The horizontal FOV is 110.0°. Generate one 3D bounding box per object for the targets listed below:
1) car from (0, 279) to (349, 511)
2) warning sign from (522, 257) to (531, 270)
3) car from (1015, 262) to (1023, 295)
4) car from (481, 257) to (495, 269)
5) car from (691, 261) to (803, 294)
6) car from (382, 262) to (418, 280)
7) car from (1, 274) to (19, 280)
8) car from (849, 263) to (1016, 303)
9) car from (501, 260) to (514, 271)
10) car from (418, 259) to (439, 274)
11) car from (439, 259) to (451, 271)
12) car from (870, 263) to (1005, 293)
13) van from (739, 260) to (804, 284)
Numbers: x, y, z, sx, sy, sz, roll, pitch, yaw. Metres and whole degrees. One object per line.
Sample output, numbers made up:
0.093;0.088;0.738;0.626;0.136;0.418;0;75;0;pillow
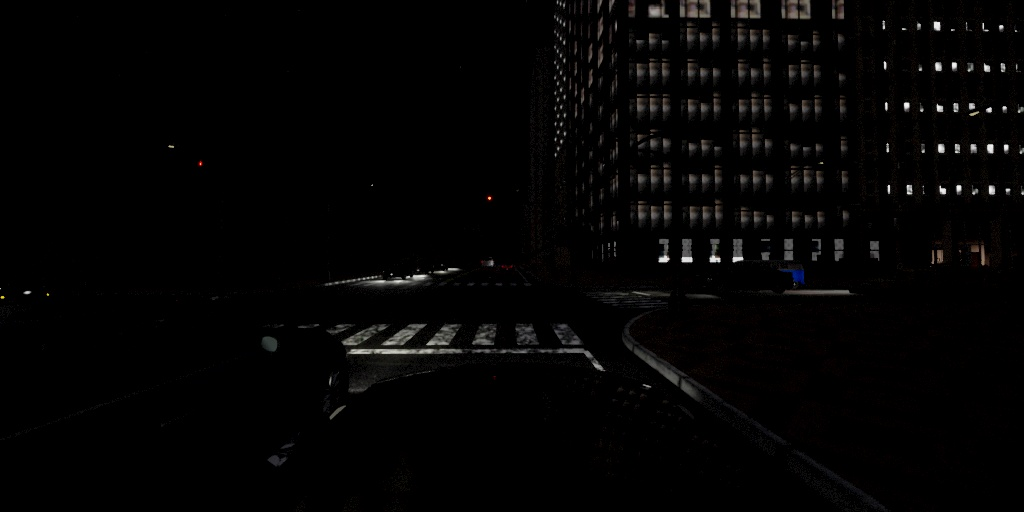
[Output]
-3.156;1.103;2.860;2.097;1.767;4.553;0;0;-1;car
2.081;1.001;50.817;1.300;1.860;1.060;0;0;-1;warning sign
21.553;0.961;14.230;4.097;1.591;1.967;0;0;-2;car
-4.201;1.174;62.257;2.150;2.045;5.566;0;0;-1;car
12.368;1.202;19.414;5.008;1.535;1.882;0;-2;0;car
-10.347;1.319;32.905;1.837;1.490;4.892;0;0;-3;car
-22.716;1.394;15.281;4.181;1.385;1.994;0;-2;-2;car
16.140;1.075;14.078;4.829;1.417;1.751;0;0;-2;car
-0.695;1.495;52.412;1.895;1.301;4.718;0;0;-1;car
-10.483;1.340;42.367;2.128;1.511;4.902;0;0;-1;car
-10.634;1.247;52.241;2.097;1.767;4.553;0;0;-1;car
23.210;1.161;19.714;4.902;1.511;2.128;0;-2;-2;car
15.632;1.123;22.089;3.998;1.789;1.690;0;0;-2;van
